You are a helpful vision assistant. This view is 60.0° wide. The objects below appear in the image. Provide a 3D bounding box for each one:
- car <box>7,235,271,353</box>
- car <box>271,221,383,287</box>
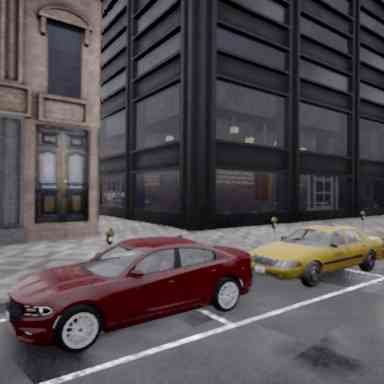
[{"bbox_3d":[-0.845,1.545,6.153,4.507,1.381,1.887,0,1,-35],"label":"car"},{"bbox_3d":[3.596,1.527,9.320,4.829,1.417,1.752,0,1,-35],"label":"car"}]
